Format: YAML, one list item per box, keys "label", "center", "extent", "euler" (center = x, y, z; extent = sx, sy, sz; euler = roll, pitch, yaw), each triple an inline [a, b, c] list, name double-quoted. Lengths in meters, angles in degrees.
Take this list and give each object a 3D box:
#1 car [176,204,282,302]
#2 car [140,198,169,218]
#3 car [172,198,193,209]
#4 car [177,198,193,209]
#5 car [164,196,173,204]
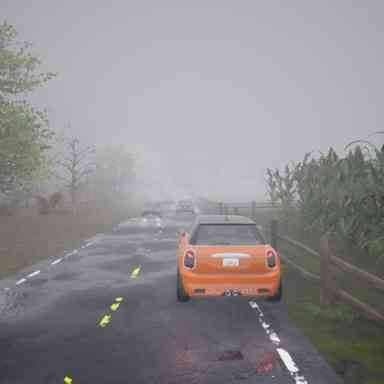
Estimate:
- label: "car"
  center: [0.716, 1.350, 8.437]
  extent: [2.097, 1.767, 4.553]
  euler: [0, 0, -1]
- label: "car"
  center: [-3.514, 1.531, 30.283]
  extent: [2.033, 1.411, 5.357]
  euler: [0, 0, -1]
- label: "car"
  center: [-0.691, 1.527, 34.424]
  extent: [2.033, 1.411, 5.357]
  euler: [0, 0, -1]
- label: "car"
  center: [-0.921, 1.530, 44.934]
  extent: [1.994, 1.385, 4.181]
  euler: [0, 0, -1]
- label: "car"
  center: [-3.962, 1.423, 55.252]
  extent: [1.882, 1.535, 5.008]
  euler: [0, 0, -1]
